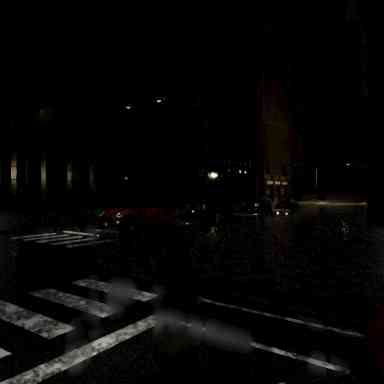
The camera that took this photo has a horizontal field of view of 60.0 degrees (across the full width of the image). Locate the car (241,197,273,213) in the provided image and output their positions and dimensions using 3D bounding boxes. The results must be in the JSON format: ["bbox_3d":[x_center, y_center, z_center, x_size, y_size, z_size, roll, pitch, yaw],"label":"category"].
[{"bbox_3d":[7.395,1.399,37.700,2.097,1.767,4.553,0,0,35],"label":"car"}]

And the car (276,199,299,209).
[{"bbox_3d":[13.124,1.624,45.638,1.994,1.385,4.181,0,0,36],"label":"car"}]

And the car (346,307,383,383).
[{"bbox_3d":[3.564,1.221,1.149,5.566,2.045,2.150,0,0,36],"label":"car"}]

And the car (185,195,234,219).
[{"bbox_3d":[1.697,1.257,29.781,2.150,2.045,5.566,0,0,36],"label":"car"}]

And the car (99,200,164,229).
[{"bbox_3d":[-3.904,1.377,21.953,2.097,1.767,4.553,0,0,35],"label":"car"}]
